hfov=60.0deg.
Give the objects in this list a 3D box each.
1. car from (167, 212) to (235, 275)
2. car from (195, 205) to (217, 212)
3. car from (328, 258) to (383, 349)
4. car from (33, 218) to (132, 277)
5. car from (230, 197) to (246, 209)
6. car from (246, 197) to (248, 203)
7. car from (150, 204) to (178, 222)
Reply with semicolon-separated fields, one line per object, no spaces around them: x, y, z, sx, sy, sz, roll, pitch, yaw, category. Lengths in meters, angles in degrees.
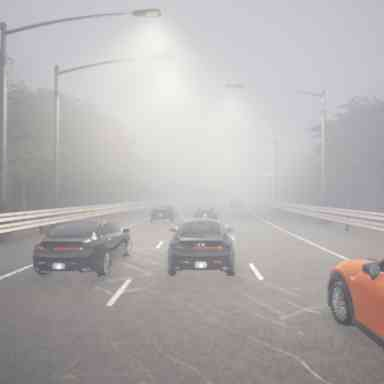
0.293;1.602;10.768;1.837;1.490;4.892;0;-1;2;car
1.184;1.819;28.387;1.994;1.385;4.181;0;-1;4;car
3.543;1.397;4.329;2.097;1.767;4.553;0;-1;1;car
-3.214;1.595;10.598;1.837;1.490;4.892;0;-1;1;car
7.109;1.818;52.822;2.097;1.767;4.553;0;0;8;car
11.700;2.291;79.936;1.895;1.301;4.718;0;0;12;car
-2.304;1.730;28.766;1.882;1.535;5.008;0;0;4;car
